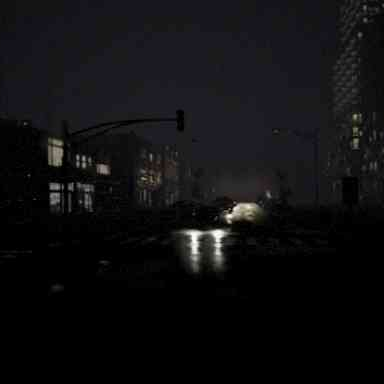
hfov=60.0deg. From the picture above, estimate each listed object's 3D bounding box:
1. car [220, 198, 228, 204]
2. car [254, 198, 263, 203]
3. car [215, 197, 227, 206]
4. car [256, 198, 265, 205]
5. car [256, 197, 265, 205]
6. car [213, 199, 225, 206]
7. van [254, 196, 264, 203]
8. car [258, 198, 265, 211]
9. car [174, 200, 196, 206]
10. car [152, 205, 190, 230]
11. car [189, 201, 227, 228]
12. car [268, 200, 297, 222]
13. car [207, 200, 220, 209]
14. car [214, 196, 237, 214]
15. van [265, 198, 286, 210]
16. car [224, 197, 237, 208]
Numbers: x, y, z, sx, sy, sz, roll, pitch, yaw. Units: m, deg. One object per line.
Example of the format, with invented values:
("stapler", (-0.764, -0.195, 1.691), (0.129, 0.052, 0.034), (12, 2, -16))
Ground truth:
("car", (8.110, 2.229, 83.505), (1.752, 1.417, 4.829), (-1, -1, 9))
("car", (16.410, 2.094, 82.345), (1.947, 1.339, 4.313), (-1, -1, 9))
("car", (6.371, 1.941, 72.713), (2.192, 1.841, 5.009), (-1, -1, 9))
("car", (14.675, 1.975, 71.552), (1.752, 1.417, 4.829), (-1, -1, 9))
("car", (12.004, 1.896, 54.943), (1.947, 1.339, 4.313), (-1, -1, 9))
("car", (5.493, 2.137, 67.231), (2.008, 1.369, 4.403), (-1, -1, 9))
("van", (13.764, 1.750, 65.906), (1.690, 1.788, 3.998), (-1, -1, 9))
("car", (10.240, 1.803, 43.982), (2.008, 1.369, 4.403), (-1, -1, 9))
("car", (-0.680, 1.627, 28.870), (2.192, 1.841, 5.009), (-1, -1, 9))
("car", (-1.557, 1.855, 23.387), (1.802, 1.307, 4.206), (-1, -1, 9))
("car", (1.248, 1.707, 24.549), (1.882, 1.535, 5.008), (-1, 0, 9))
("car", (7.623, 1.661, 27.708), (1.752, 1.417, 4.829), (-1, -1, 9))
("car", (3.703, 2.032, 56.102), (1.752, 1.417, 4.829), (-1, -1, 9))
("car", (3.969, 1.571, 41.380), (2.150, 2.045, 5.566), (-1, -1, 11))
("van", (8.475, 1.515, 33.023), (1.690, 1.788, 3.998), (-1, -1, 9))
("car", (6.746, 1.882, 58.120), (2.097, 1.767, 4.553), (-1, -1, 9))
